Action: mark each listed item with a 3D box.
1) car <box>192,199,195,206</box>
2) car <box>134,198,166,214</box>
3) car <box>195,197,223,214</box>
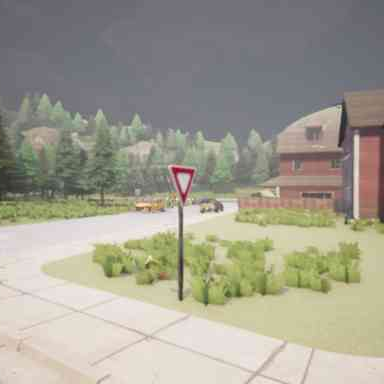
[{"bbox_3d":[1.461,1.475,52.739,1.882,1.535,5.008,0,0,19],"label":"car"},{"bbox_3d":[-4.501,1.453,35.966,1.882,1.535,5.008,0,0,19],"label":"car"},{"bbox_3d":[2.044,1.460,34.790,1.816,1.474,4.193,-6,-1,17],"label":"car"}]
